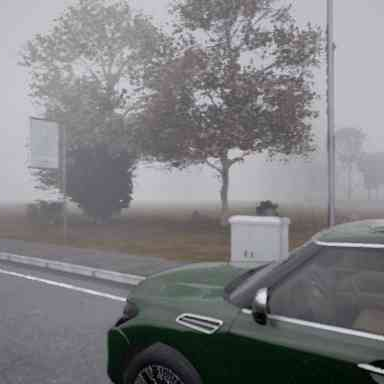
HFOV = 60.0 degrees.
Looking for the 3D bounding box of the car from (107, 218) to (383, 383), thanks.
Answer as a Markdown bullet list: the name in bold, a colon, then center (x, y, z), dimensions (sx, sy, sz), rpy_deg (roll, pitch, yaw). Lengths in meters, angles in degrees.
- **car**: center (1.777, 1.212, 2.643), dimensions (5.566, 2.045, 2.150), rpy_deg (0, 0, 35)
